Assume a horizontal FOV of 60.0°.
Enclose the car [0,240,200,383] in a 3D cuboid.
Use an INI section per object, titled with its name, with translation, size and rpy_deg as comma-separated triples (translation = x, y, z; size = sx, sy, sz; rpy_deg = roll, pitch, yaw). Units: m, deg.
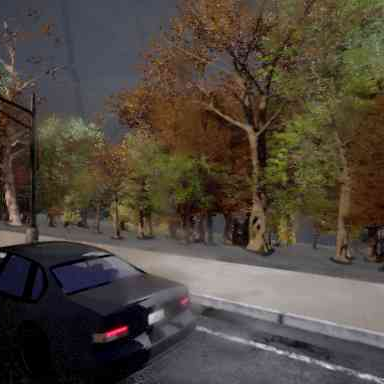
[car]
translation = -2.470, 1.543, 5.450
size = 5.357, 1.411, 2.033
rpy_deg = 0, 0, 36
